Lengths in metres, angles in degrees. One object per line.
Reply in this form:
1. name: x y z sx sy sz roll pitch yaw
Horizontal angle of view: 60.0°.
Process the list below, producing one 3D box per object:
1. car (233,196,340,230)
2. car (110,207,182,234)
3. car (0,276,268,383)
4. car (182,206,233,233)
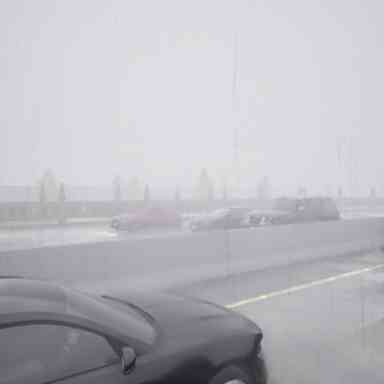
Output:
1. car: 4.907 1.226 16.066 5.566 2.045 2.150 0 0 -35
2. car: -2.566 1.567 19.334 4.181 1.385 1.994 0 0 -35
3. car: -1.532 1.478 2.654 5.008 1.535 1.882 0 0 -36
4. car: 2.013 1.530 18.307 4.674 1.442 1.812 0 0 -35
